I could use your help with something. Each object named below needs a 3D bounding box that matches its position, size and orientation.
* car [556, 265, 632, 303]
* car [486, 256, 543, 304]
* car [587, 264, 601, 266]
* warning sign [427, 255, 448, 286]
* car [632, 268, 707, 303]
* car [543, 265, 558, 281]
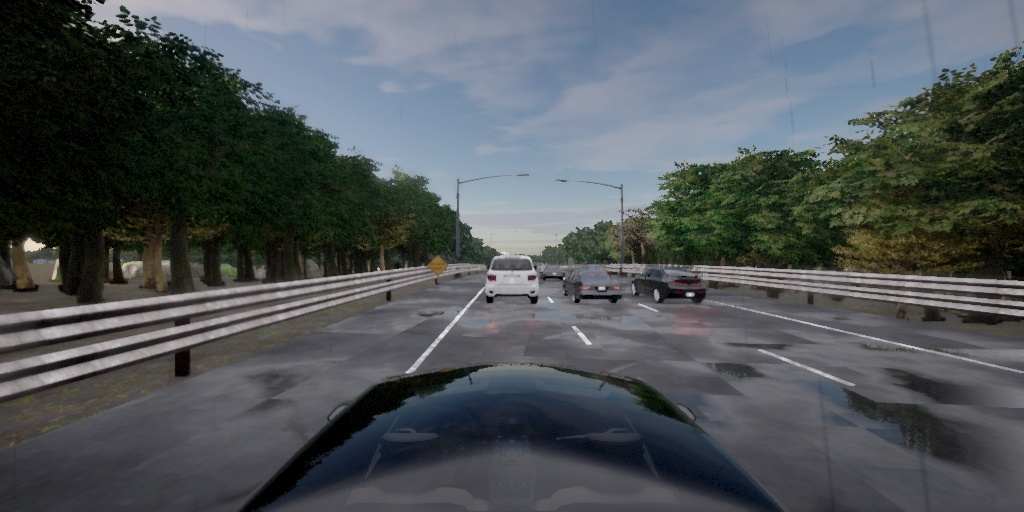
[{"bbox_3d":[3.500,1.316,16.501,2.033,1.411,5.357,0,0,0],"label":"car"},{"bbox_3d":[0.000,1.011,16.531,2.150,2.045,5.566,0,0,0],"label":"car"},{"bbox_3d":[7.000,1.438,31.510,2.033,1.411,5.357,0,-1,0],"label":"car"},{"bbox_3d":[-4.550,0.885,21.997,1.300,1.860,1.060,0,0,0],"label":"warning sign"},{"bbox_3d":[7.000,1.269,16.502,1.837,1.490,4.892,0,0,0],"label":"car"},{"bbox_3d":[3.500,1.447,31.510,1.994,1.385,4.181,0,-1,0],"label":"car"}]
